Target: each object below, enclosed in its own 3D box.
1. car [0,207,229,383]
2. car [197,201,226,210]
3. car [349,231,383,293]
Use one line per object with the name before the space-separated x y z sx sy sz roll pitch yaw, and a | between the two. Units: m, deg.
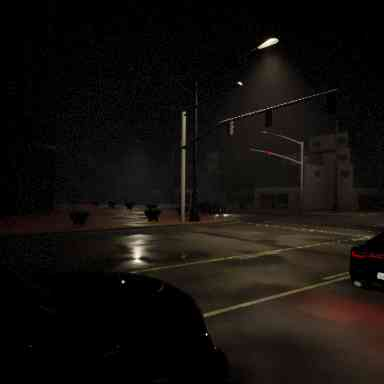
car | -2.328 1.222 2.083 5.566 2.045 2.150 0 0 -36
car | 1.801 1.657 36.127 1.994 1.385 4.181 1 -1 -35
car | 5.752 1.498 7.883 5.008 1.535 1.882 0 0 -35
